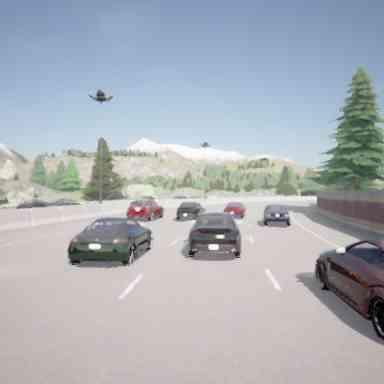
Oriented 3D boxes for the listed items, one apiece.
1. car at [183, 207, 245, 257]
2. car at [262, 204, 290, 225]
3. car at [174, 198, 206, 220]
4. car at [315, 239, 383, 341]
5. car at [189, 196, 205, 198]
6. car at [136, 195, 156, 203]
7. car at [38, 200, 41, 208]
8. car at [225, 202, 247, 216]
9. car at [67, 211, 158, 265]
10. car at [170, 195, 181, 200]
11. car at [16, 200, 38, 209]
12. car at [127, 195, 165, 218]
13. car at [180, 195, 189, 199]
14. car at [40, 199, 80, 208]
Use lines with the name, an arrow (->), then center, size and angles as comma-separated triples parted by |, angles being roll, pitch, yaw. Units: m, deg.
car -> 0.942, 1.538, 13.123 | 1.837, 1.490, 4.892 | 0, 0, 6
car -> 6.228, 1.624, 24.736 | 2.033, 1.411, 5.357 | 0, 0, 12
car -> -0.019, 1.572, 28.770 | 1.837, 1.490, 4.892 | 0, 0, 12
car -> 3.906, 1.591, 6.427 | 1.994, 1.385, 4.181 | 0, 0, 3
car -> 1.849, 1.759, 73.107 | 1.895, 1.301, 4.718 | 0, 0, 29
car -> -10.140, 1.495, 72.954 | 2.097, 1.767, 4.553 | 0, 0, 27
car -> -15.520, 1.537, 39.720 | 2.128, 1.511, 4.902 | 0, 0, 16
car -> 3.956, 1.609, 30.463 | 1.812, 1.442, 4.674 | 0, 0, 13
car -> -2.693, 1.584, 11.831 | 1.994, 1.385, 4.181 | 0, 0, 5
car -> -3.313, 1.512, 78.159 | 2.097, 1.767, 4.553 | 0, 0, 29
car -> -19.033, 1.600, 40.090 | 1.994, 1.385, 4.181 | 0, 0, 15
car -> -3.796, 1.406, 27.816 | 2.097, 1.767, 4.553 | 0, 0, 11
car -> -0.120, 1.686, 76.689 | 1.812, 1.442, 4.674 | 0, 0, 29
car -> -13.195, 1.642, 34.833 | 1.895, 1.301, 4.718 | 0, 0, 14
